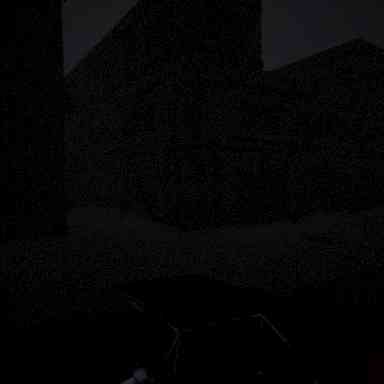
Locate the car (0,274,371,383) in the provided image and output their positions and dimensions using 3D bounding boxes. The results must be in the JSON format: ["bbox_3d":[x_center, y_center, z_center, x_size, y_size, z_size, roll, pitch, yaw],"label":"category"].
[{"bbox_3d":[-0.400,1.599,3.091,4.718,1.301,1.895,2,-1,-36],"label":"car"}]
